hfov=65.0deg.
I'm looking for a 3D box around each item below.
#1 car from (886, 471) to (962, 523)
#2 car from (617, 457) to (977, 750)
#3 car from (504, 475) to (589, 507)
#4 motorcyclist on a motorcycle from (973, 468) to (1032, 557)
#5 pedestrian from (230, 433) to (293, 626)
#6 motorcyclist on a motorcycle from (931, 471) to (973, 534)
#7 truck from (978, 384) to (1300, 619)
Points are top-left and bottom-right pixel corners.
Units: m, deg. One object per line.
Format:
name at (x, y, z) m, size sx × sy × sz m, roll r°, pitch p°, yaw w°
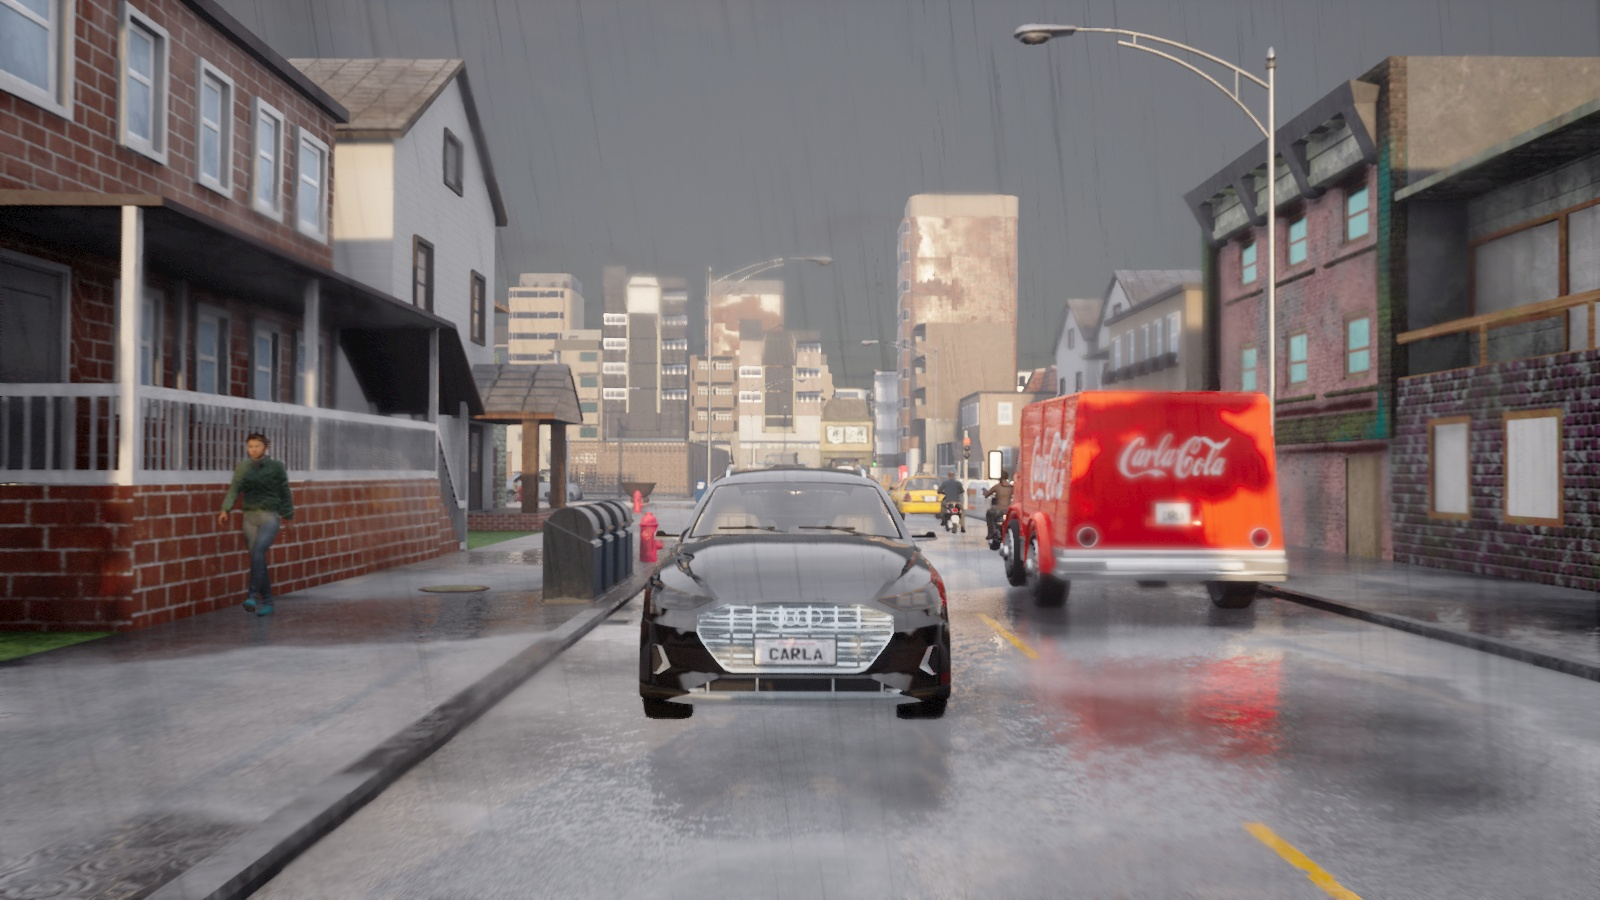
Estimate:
car at (3.906, 1.454, 40.327) m, size 1.801 × 1.575 × 5.366 m, roll 0°, pitch -1°, yaw -1°
car at (-0.026, 0.916, 9.540) m, size 2.033 × 1.649 × 4.856 m, roll 0°, pitch -1°, yaw 0°
car at (-11.942, 1.929, 59.351) m, size 3.633 × 1.501 × 1.845 m, roll 0°, pitch -1°, yaw 0°
motorcyclist on a motorcycle at (3.936, 1.186, 24.556) m, size 0.766 × 1.649 × 2.350 m, roll 0°, pitch -1°, yaw 0°
pedestrian at (-5.268, 0.765, 12.300) m, size 0.353 × 1.847 × 0.614 m, roll 0°, pitch -1°, yaw 0°
motorcyclist on a motorcycle at (3.917, 1.330, 32.527) m, size 0.866 × 1.590 × 1.817 m, roll 0°, pitch -1°, yaw 0°
truck at (3.957, 0.594, 15.893) m, size 2.627 × 2.467 × 5.204 m, roll 0°, pitch -1°, yaw 0°
